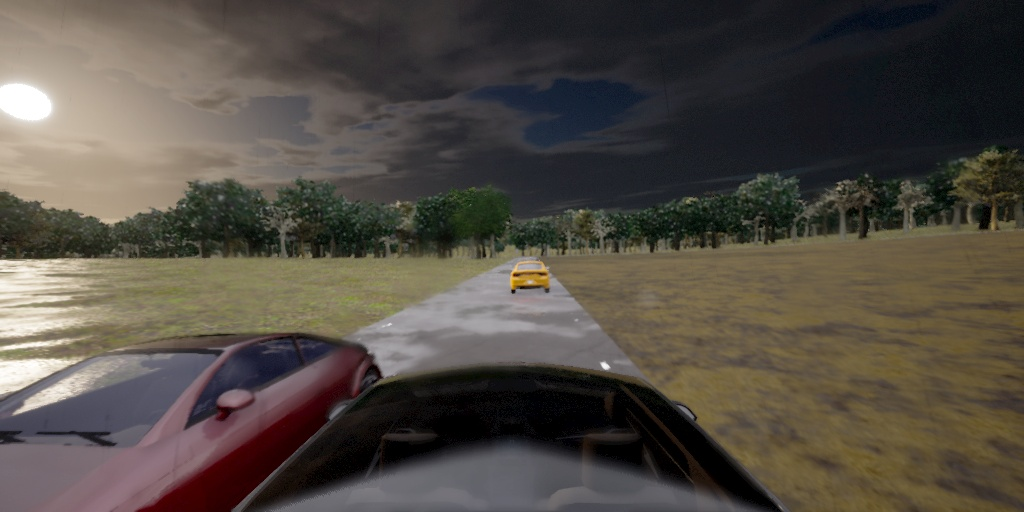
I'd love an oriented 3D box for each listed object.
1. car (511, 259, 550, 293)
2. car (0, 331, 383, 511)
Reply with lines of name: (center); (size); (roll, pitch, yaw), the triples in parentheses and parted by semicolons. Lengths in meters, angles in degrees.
car: (0.971, 1.005, 18.903); (1.882, 1.535, 5.008); (-2, 1, 3)
car: (-2.711, 1.393, 2.893); (1.994, 1.385, 4.181); (-2, 1, 3)
